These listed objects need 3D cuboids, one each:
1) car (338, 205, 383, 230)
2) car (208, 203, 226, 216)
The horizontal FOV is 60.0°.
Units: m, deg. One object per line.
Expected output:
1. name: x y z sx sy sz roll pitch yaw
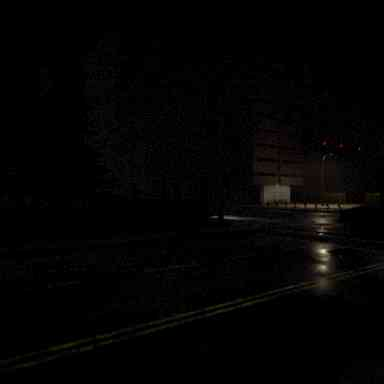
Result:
1. car: 10.752 1.490 18.767 2.128 1.511 4.902 0 0 -33
2. car: 1.135 1.601 32.513 1.895 1.301 4.718 0 0 -36
